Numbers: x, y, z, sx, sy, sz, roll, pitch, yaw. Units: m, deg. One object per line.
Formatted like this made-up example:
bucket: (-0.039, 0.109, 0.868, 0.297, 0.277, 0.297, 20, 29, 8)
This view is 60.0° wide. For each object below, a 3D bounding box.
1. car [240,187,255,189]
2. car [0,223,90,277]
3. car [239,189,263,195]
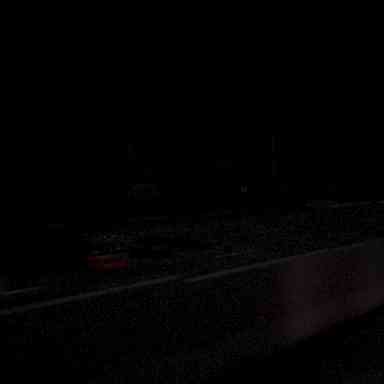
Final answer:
car: (9.704, 0.300, 52.585, 2.150, 2.045, 5.566, -2, 2, -34)
car: (-5.518, 1.547, 8.654, 5.357, 1.411, 2.033, 0, 0, -35)
car: (8.213, 0.650, 48.627, 1.882, 1.535, 5.008, -2, 1, -35)
